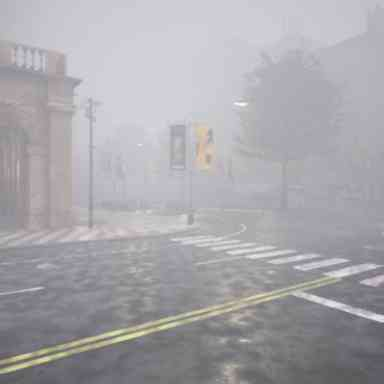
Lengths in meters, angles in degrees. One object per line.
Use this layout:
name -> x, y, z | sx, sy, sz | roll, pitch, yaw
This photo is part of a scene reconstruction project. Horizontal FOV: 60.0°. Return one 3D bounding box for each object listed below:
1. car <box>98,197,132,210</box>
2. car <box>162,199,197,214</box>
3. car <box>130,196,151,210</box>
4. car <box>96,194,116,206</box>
car -> -9.826, 1.622, 42.222 | 1.895, 1.301, 4.718 | 0, 0, -35
car -> -1.402, 1.538, 35.729 | 1.837, 1.490, 4.892 | 0, 0, -35
car -> -7.256, 1.385, 44.046 | 2.097, 1.767, 4.553 | 0, 0, -35
car -> -13.557, 1.256, 53.032 | 2.150, 2.045, 5.566 | 0, 0, -35
